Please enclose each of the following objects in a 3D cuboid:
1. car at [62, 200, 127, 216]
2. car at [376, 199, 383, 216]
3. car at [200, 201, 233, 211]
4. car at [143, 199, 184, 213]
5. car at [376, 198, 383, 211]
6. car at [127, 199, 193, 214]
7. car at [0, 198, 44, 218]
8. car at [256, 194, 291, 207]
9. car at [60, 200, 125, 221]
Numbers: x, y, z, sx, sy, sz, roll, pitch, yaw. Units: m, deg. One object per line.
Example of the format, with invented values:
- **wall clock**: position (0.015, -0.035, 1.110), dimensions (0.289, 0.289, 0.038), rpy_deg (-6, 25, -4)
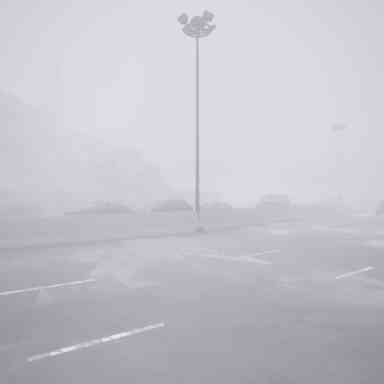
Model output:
- **car**: position (-6.934, 1.477, 25.079), dimensions (5.008, 1.535, 1.882), rpy_deg (0, 0, -39)
- **car**: position (18.994, 1.547, 32.266), dimensions (2.033, 1.411, 5.357), rpy_deg (0, 0, 33)
- **car**: position (2.282, 1.564, 33.321), dimensions (1.994, 1.385, 4.181), rpy_deg (0, 0, 41)
- **car**: position (-3.125, 1.525, 37.792), dimensions (1.812, 1.442, 4.674), rpy_deg (0, 0, 42)
- **car**: position (24.569, 1.546, 41.908), dimensions (2.033, 1.411, 5.357), rpy_deg (0, 0, 26)
- **car**: position (-2.065, 1.352, 24.509), dimensions (4.553, 1.767, 2.097), rpy_deg (0, 0, -41)
- **car**: position (-14.957, 1.352, 27.799), dimensions (4.553, 1.767, 2.097), rpy_deg (0, 0, -36)
- **car**: position (9.005, 1.222, 36.360), dimensions (2.150, 2.045, 5.566), rpy_deg (0, 0, 37)
- **car**: position (-8.396, 1.477, 28.332), dimensions (5.008, 1.535, 1.882), rpy_deg (0, 0, -39)
